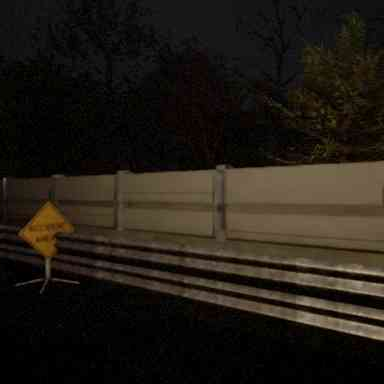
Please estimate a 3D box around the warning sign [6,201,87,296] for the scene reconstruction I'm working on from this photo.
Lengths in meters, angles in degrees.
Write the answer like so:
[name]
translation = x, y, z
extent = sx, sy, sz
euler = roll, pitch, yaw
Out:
[warning sign]
translation = -3.234, 1.150, 7.461
extent = 1.060, 1.860, 1.300
euler = -1, 0, 35
